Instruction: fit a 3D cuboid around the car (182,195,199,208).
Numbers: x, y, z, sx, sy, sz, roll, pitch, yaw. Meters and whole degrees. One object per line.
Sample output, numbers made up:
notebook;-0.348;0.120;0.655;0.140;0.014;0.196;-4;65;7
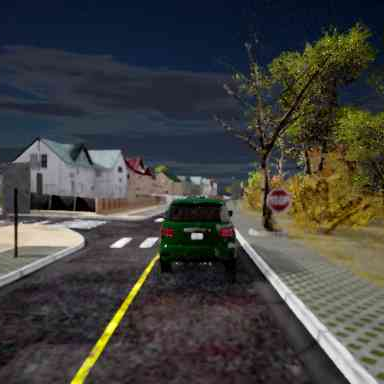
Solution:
car;-0.161;1.347;49.293;2.097;1.767;4.553;0;0;6

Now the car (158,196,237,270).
car;0.227;1.198;11.057;2.150;2.045;5.566;0;0;2

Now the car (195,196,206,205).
car;1.706;1.637;64.648;1.812;1.442;4.674;0;0;8
